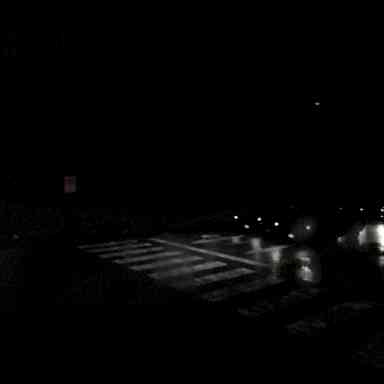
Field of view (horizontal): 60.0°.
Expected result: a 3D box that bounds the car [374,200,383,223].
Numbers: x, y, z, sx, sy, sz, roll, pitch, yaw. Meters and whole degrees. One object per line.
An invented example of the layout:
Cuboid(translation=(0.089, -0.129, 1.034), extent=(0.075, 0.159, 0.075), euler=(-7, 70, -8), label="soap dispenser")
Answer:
Cuboid(translation=(13.672, 1.026, 20.878), extent=(4.553, 1.767, 2.097), euler=(0, 1, -39), label="car")

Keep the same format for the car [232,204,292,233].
Cuboid(translation=(4.297, 1.334, 17.565), extent=(4.718, 1.301, 1.895), euler=(-1, 1, -41), label="car")

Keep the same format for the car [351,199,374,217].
Cuboid(translation=(12.593, 1.216, 24.180), extent=(4.718, 1.301, 1.895), euler=(-1, 1, -39), label="car")

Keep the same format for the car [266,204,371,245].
Cuboid(translation=(5.600, 1.387, 14.449), extent=(4.718, 1.301, 1.895), euler=(-1, 1, -39), label="car")
